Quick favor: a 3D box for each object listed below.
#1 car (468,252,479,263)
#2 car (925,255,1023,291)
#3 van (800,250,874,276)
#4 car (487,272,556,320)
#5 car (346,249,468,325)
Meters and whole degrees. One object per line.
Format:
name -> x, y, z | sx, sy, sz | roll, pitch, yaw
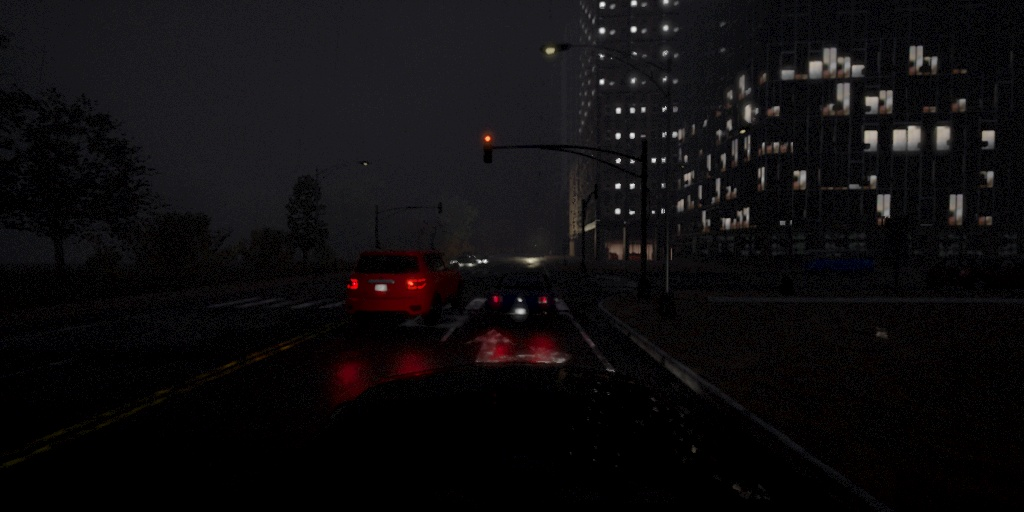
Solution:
car -> -6.799, 0.161, 54.065 | 2.097, 1.767, 4.553 | 0, 1, 5
car -> 21.682, 0.747, 16.236 | 4.097, 1.591, 1.967 | 0, 0, 5
van -> 22.414, 0.461, 24.827 | 3.998, 1.789, 1.690 | 0, 0, 5
car -> 0.481, 1.169, 11.862 | 1.895, 1.301, 4.718 | 0, 1, 6
car -> -3.001, 0.799, 11.202 | 2.150, 2.045, 5.566 | 0, 1, 2
